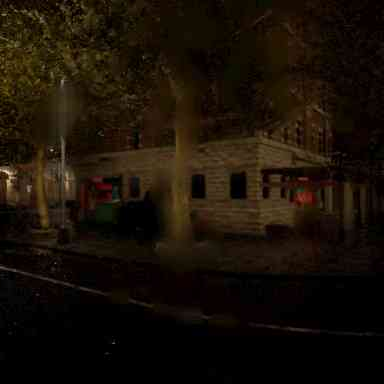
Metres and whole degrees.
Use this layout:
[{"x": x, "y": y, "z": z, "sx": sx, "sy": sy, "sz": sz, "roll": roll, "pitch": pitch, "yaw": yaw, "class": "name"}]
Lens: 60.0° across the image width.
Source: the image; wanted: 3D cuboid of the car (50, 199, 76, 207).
[{"x": -21.154, "y": 1.832, "z": 55.731, "sx": 1.895, "sy": 1.301, "sz": 4.718, "roll": 0, "pitch": 0, "yaw": 36, "class": "car"}]
